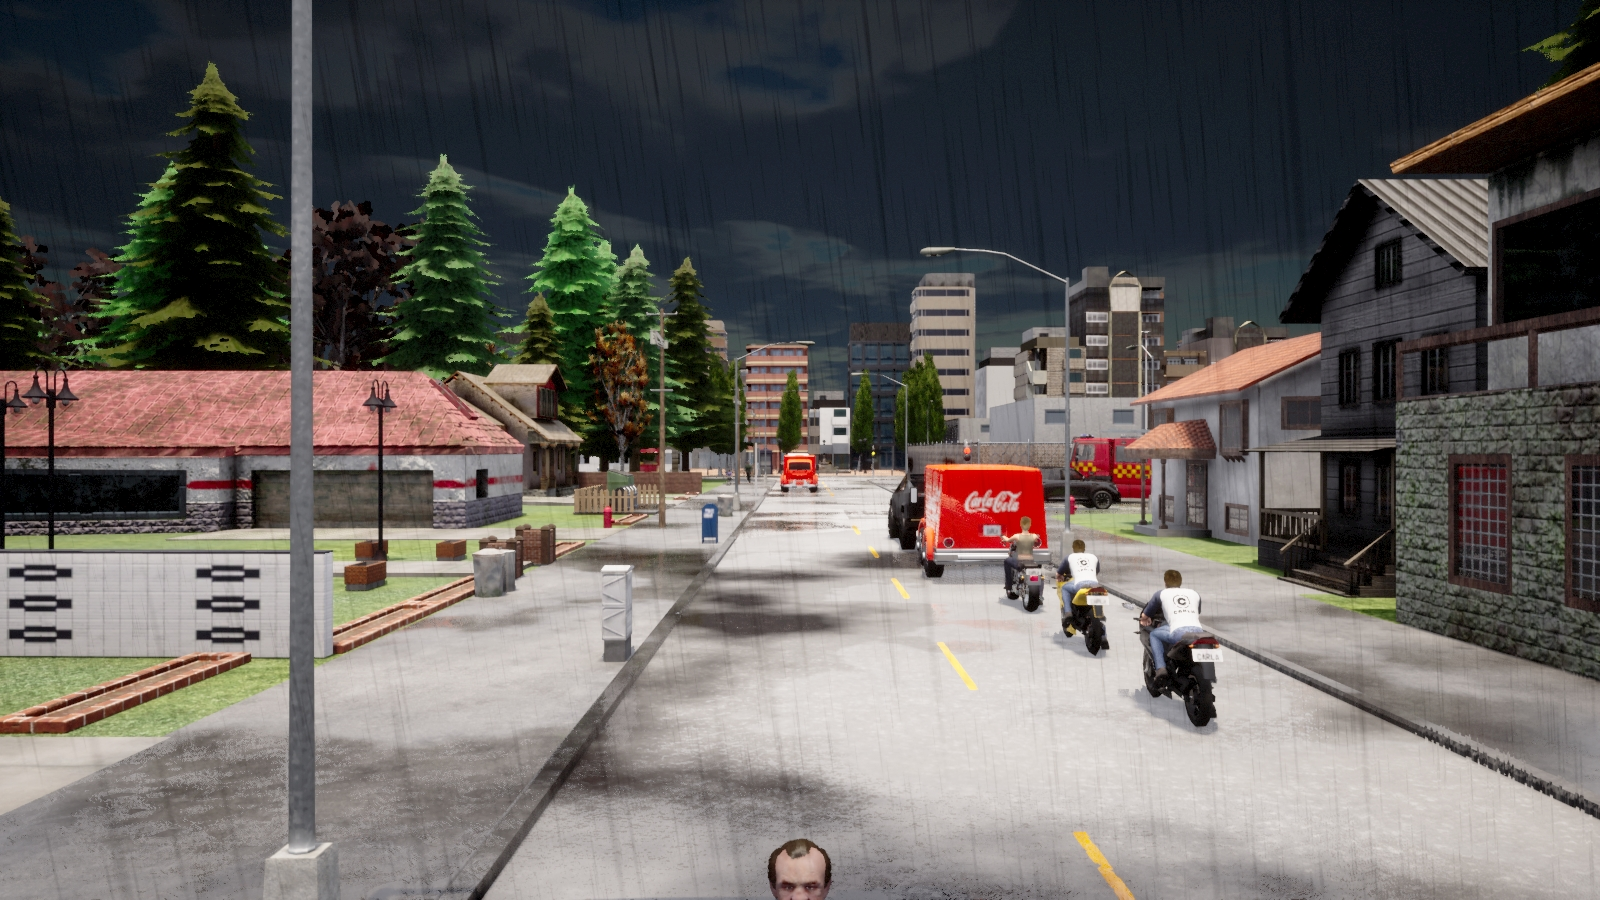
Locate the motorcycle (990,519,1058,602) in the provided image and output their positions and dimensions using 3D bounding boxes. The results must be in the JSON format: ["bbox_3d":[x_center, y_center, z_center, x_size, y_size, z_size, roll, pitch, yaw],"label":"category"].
[{"bbox_3d":[3.997,1.950,20.606,0.764,1.277,2.356,0,0,0],"label":"motorcycle"}]

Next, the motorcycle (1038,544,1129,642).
[{"bbox_3d":[3.995,1.993,16.270,0.803,1.145,2.033,0,0,0],"label":"motorcycle"}]

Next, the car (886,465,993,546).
[{"bbox_3d":[3.989,1.534,33.871,2.390,2.098,6.274,0,0,0],"label":"car"}]

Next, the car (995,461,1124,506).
[{"bbox_3d":[12.233,1.559,54.031,5.566,2.045,2.150,0,0,-3],"label":"car"}]

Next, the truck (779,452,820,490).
[{"bbox_3d":[-0.044,1.348,76.503,2.627,2.467,5.204,0,0,0],"label":"truck"}]

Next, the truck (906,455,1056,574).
[{"bbox_3d":[3.998,1.348,26.317,2.627,2.467,5.204,0,0,0],"label":"truck"}]

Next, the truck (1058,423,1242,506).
[{"bbox_3d":[17.636,0.684,57.656,8.468,3.827,2.891,2,0,25],"label":"truck"}]

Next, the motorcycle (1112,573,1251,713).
[{"bbox_3d":[3.999,1.993,12.153,0.803,1.145,2.033,0,0,0],"label":"motorcycle"}]
